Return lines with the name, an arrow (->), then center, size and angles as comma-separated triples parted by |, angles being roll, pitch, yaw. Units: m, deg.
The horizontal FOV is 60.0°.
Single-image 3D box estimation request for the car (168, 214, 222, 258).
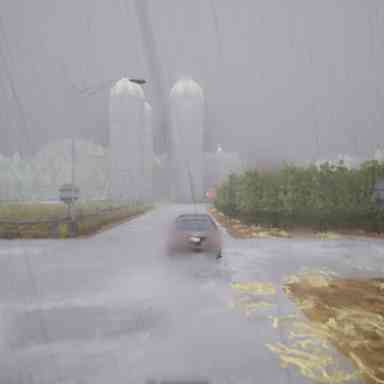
car -> 0.089, 1.545, 12.694 | 2.033, 1.411, 5.357 | 0, -1, 0
